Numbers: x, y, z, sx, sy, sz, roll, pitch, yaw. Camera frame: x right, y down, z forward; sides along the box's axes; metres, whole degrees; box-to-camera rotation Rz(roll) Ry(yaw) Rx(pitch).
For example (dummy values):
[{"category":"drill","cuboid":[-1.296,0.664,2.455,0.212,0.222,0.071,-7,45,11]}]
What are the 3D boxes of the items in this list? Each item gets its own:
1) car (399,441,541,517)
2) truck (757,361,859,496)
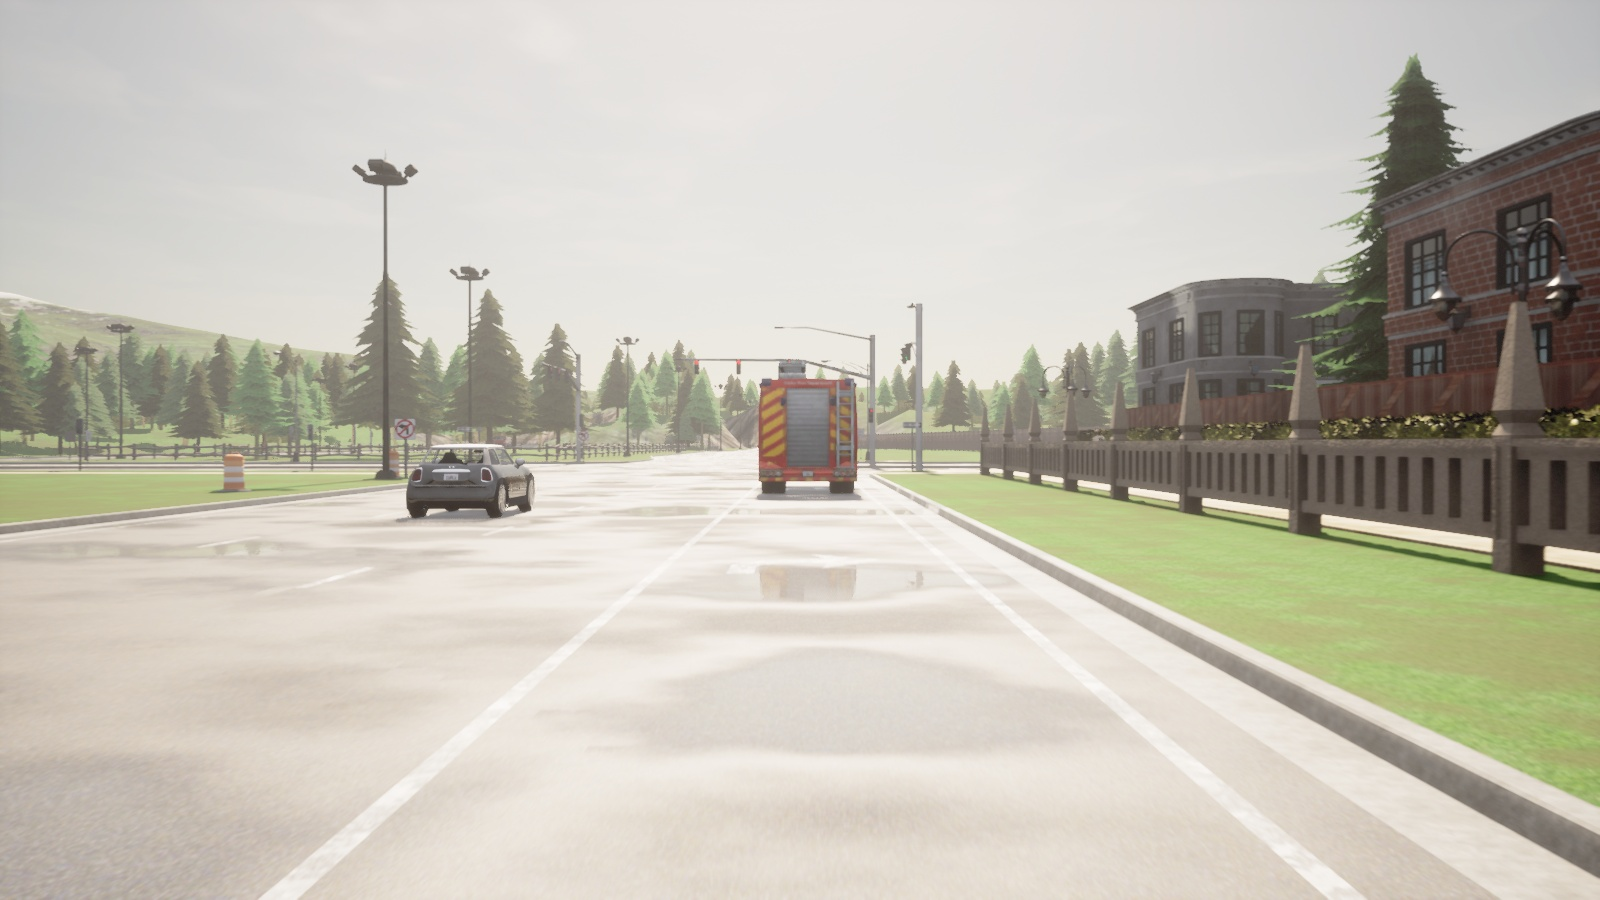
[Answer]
[{"category":"car","cuboid":[-6.835,0.557,26.421,1.970,1.475,3.806,0,0,0]},{"category":"truck","cuboid":[0.242,-0.642,39.793,2.891,3.827,8.468,0,0,0]}]
